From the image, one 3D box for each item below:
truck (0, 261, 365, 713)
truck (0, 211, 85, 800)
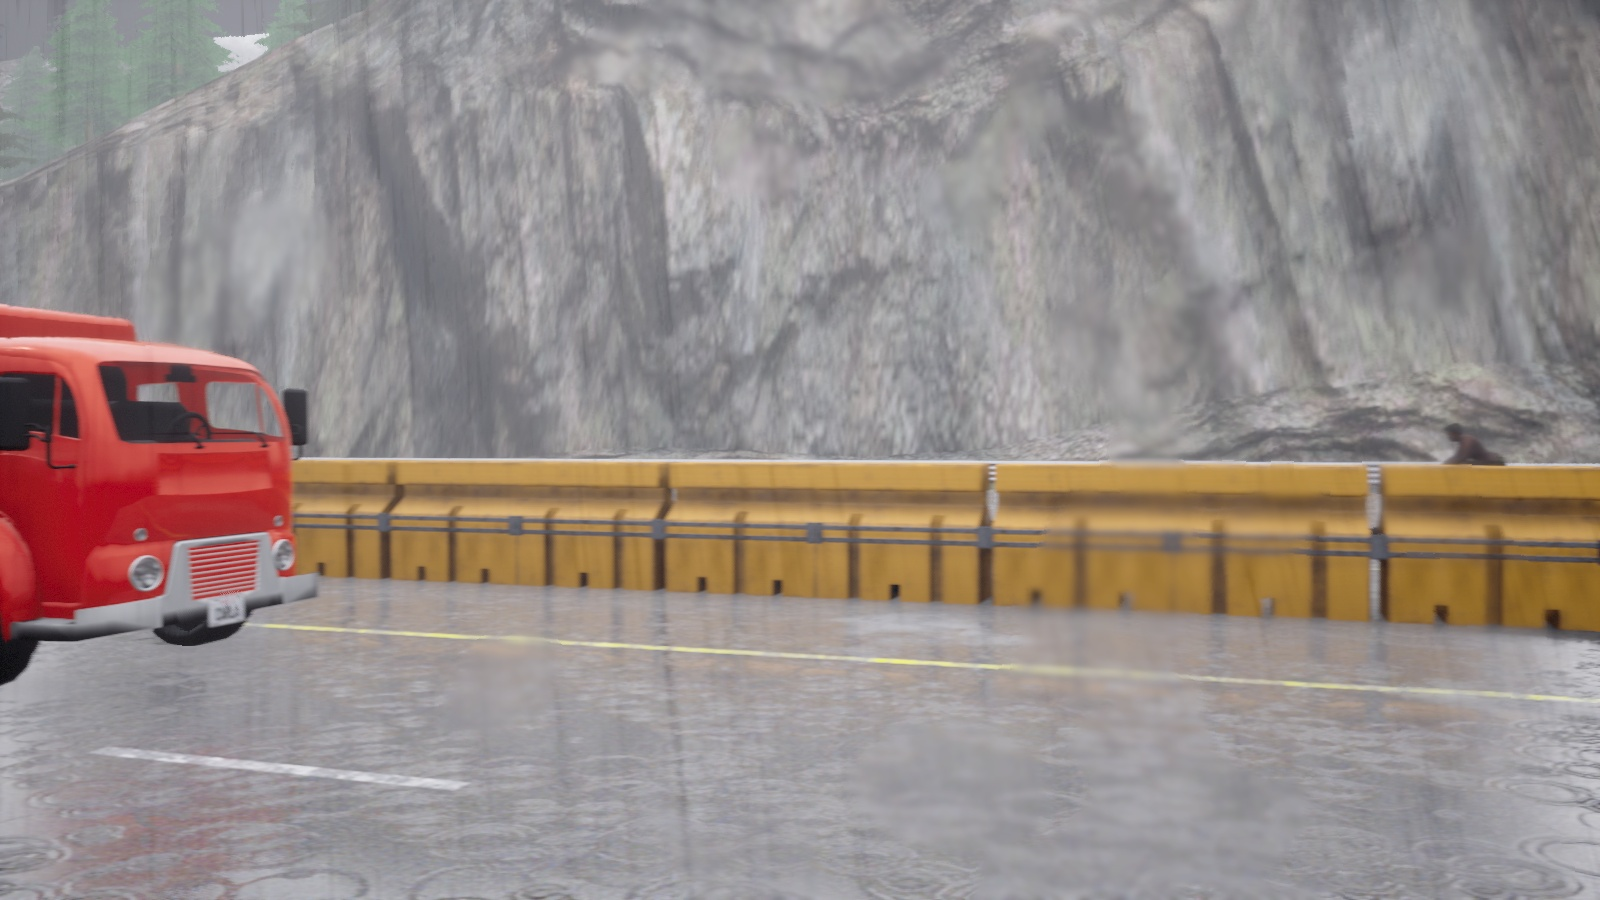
[{"bbox_3d":[-6.134,0.177,8.950,5.204,2.467,2.627,0,1,19],"label":"truck"},{"bbox_3d":[-6.114,0.237,5.246,5.204,2.467,2.627,0,1,19],"label":"truck"}]
